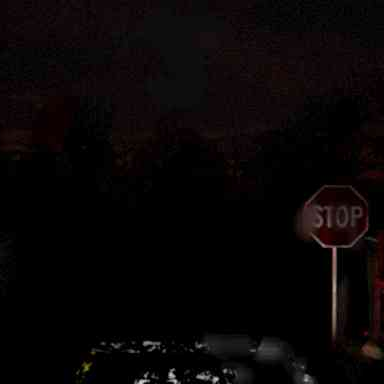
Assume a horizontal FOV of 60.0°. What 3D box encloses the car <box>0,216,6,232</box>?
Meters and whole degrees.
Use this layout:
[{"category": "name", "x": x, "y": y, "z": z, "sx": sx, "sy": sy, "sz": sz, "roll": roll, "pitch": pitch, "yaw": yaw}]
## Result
[{"category": "car", "x": -11.622, "y": 1.441, "z": 16.569, "sx": 4.181, "sy": 1.385, "sz": 1.994, "roll": 1, "pitch": 0, "yaw": 5}]
